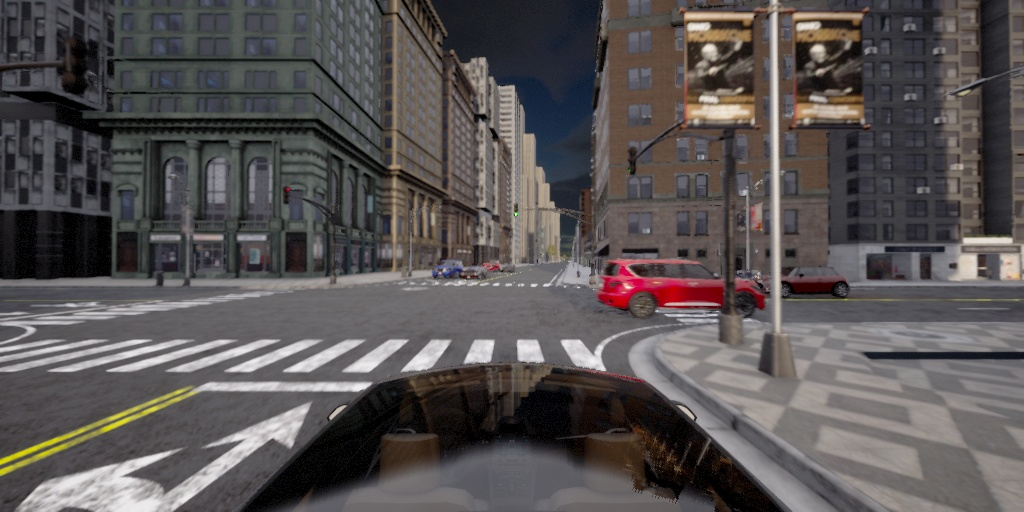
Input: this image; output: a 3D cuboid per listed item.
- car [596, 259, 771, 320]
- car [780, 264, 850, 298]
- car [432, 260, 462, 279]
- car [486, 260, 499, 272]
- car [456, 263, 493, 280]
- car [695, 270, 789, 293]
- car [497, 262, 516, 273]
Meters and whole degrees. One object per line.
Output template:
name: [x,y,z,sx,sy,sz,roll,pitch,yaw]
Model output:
car: [5.873,1.132,12.908,5.566,2.045,2.150,0,-1,0]
car: [15.411,1.306,19.544,4.553,1.767,2.097,0,-1,0]
car: [-6.941,1.433,39.503,2.150,2.045,5.566,0,-1,9]
car: [-3.402,1.703,60.696,2.150,2.045,5.566,0,-1,10]
car: [-3.862,1.743,38.223,2.033,1.411,5.357,0,-1,9]
car: [14.488,1.592,22.788,4.718,1.301,1.895,0,-1,0]
car: [-0.539,1.996,58.207,2.033,1.411,5.357,0,-1,10]
